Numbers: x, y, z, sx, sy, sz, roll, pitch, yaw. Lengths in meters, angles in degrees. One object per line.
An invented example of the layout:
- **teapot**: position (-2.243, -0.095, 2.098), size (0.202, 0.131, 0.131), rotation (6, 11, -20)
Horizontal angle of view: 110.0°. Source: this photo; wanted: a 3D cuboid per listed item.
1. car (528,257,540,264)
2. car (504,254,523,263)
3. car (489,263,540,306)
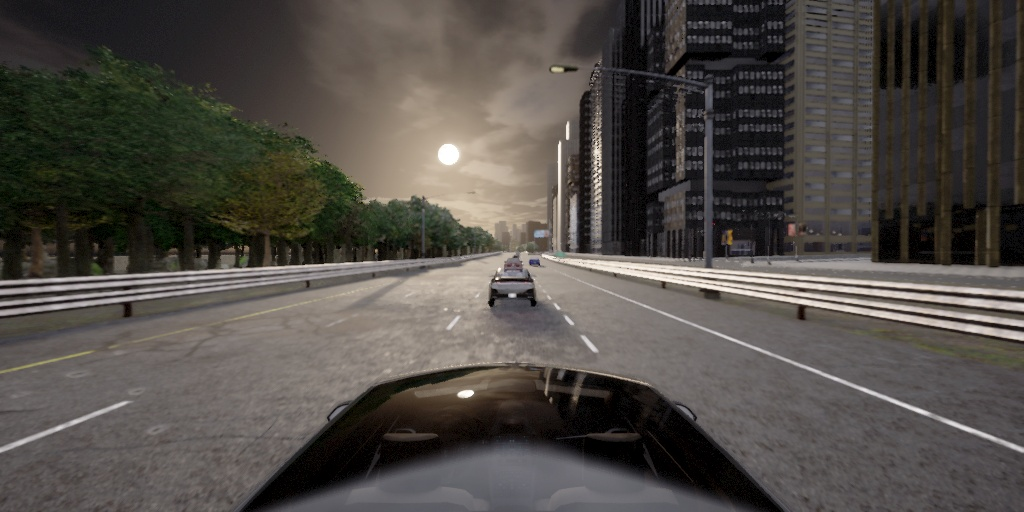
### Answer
- **car**: position (4.030, 0.935, 65.236), size (1.882, 1.535, 5.008), rotation (0, 0, 1)
- **car**: position (0.170, 0.961, 41.495), size (2.097, 1.767, 4.553), rotation (0, 0, 0)
- **car**: position (0.021, 1.224, 15.595), size (2.128, 1.511, 4.902), rotation (0, 0, 0)
